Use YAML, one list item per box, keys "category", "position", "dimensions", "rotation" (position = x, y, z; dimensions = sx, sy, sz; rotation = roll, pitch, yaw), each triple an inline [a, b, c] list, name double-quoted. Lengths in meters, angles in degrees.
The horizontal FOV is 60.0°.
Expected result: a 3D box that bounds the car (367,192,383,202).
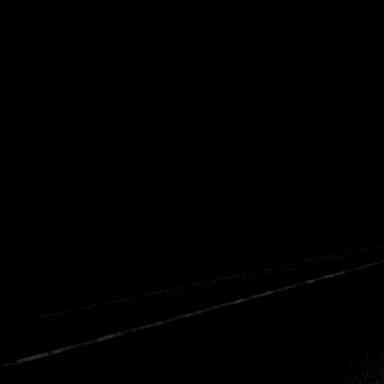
- category: "car"
  position: [28.659, 0.737, 50.390]
  dimensions: [2.128, 1.511, 4.902]
  rotation: [1, 1, -5]
